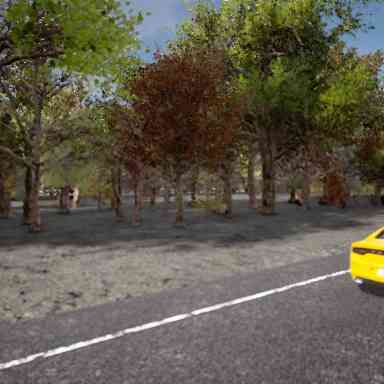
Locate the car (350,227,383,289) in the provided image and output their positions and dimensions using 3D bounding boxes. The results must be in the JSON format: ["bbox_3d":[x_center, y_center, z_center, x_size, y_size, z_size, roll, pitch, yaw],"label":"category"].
[{"bbox_3d":[5.726,1.369,7.834,5.008,1.535,1.882,-1,1,-35],"label":"car"}]
